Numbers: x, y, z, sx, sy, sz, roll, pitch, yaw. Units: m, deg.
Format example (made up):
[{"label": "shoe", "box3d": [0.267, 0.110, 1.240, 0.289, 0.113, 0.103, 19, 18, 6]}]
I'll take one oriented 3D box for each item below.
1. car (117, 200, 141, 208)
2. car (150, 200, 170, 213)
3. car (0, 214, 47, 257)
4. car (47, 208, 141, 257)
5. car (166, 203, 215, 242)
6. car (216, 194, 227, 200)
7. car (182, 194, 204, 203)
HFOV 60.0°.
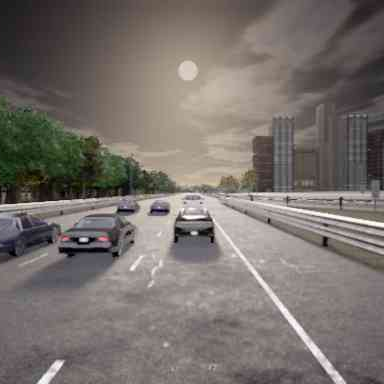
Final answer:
[{"label": "car", "box3d": [-6.909, 1.557, 36.557, 1.994, 1.385, 4.181, 0, 0, 0]}, {"label": "car", "box3d": [-3.410, 1.557, 36.463, 1.994, 1.385, 4.181, 0, 0, 0]}, {"label": "car", "box3d": [-6.902, 1.553, 12.916, 2.033, 1.411, 5.357, 0, 0, 0]}, {"label": "car", "box3d": [-3.402, 1.553, 12.954, 2.033, 1.411, 5.357, 0, 0, 0]}, {"label": "car", "box3d": [0.096, 1.497, 16.281, 2.128, 1.511, 4.902, 0, 0, 0]}, {"label": "car", "box3d": [7.489, 1.355, 83.457, 2.163, 1.488, 4.792, 0, 0, -10]}, {"label": "car", "box3d": [0.090, 1.217, 35.048, 2.150, 2.045, 5.566, 0, 0, 0]}]
